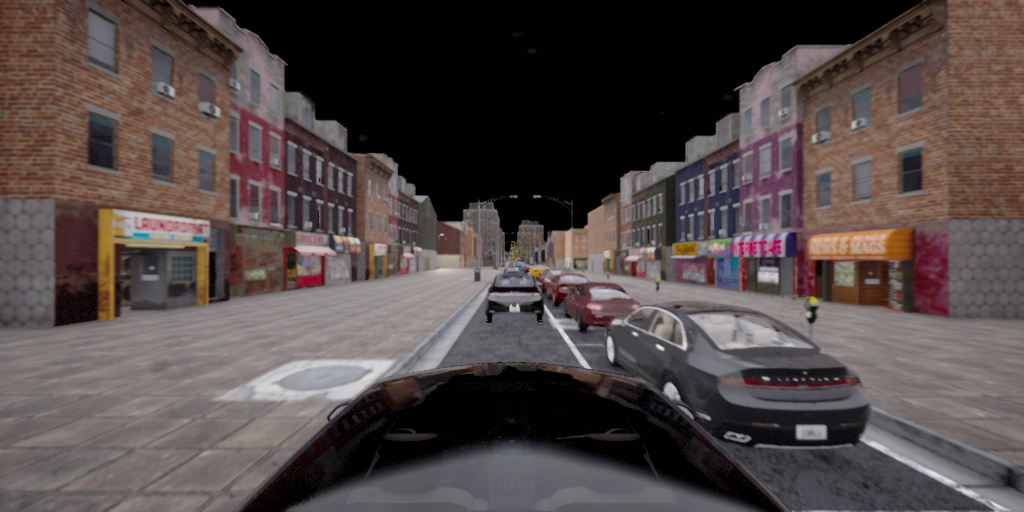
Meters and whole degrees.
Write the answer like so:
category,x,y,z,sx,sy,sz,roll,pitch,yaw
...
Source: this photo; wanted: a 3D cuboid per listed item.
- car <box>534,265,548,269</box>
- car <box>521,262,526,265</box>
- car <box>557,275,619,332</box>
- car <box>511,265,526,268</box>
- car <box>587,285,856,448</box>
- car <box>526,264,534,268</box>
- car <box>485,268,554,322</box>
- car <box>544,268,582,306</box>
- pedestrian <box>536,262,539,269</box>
category,x,y,z,sx,sy,sz,roll,pitch,yaw
car,2.628,1.420,22.205,1.967,1.591,4.097,0,0,0
car,2.616,1.919,50.329,1.888,1.381,4.507,0,0,0
car,2.633,1.430,10.955,1.802,1.307,4.207,0,0,0
car,0.085,1.737,34.104,1.895,1.301,4.718,0,-1,0
car,2.636,1.337,5.330,2.007,1.370,4.403,0,0,0
car,2.735,1.639,35.871,1.882,1.535,5.008,0,-1,0
car,0.086,1.361,12.846,2.128,1.511,4.902,0,-1,0
car,2.631,1.457,16.580,1.888,1.381,4.507,0,0,0
pedestrian,2.734,1.497,38.868,0.375,1.860,0.375,-1,0,0
